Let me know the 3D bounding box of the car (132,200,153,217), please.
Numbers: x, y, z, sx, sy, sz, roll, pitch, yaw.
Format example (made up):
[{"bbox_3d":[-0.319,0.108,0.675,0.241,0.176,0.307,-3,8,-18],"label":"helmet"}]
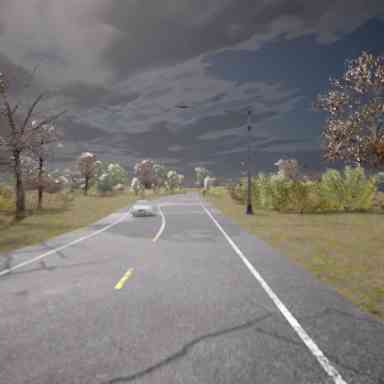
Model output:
[{"bbox_3d":[-4.666,1.497,31.511,1.812,1.442,4.674,0,0,-6],"label":"car"}]
